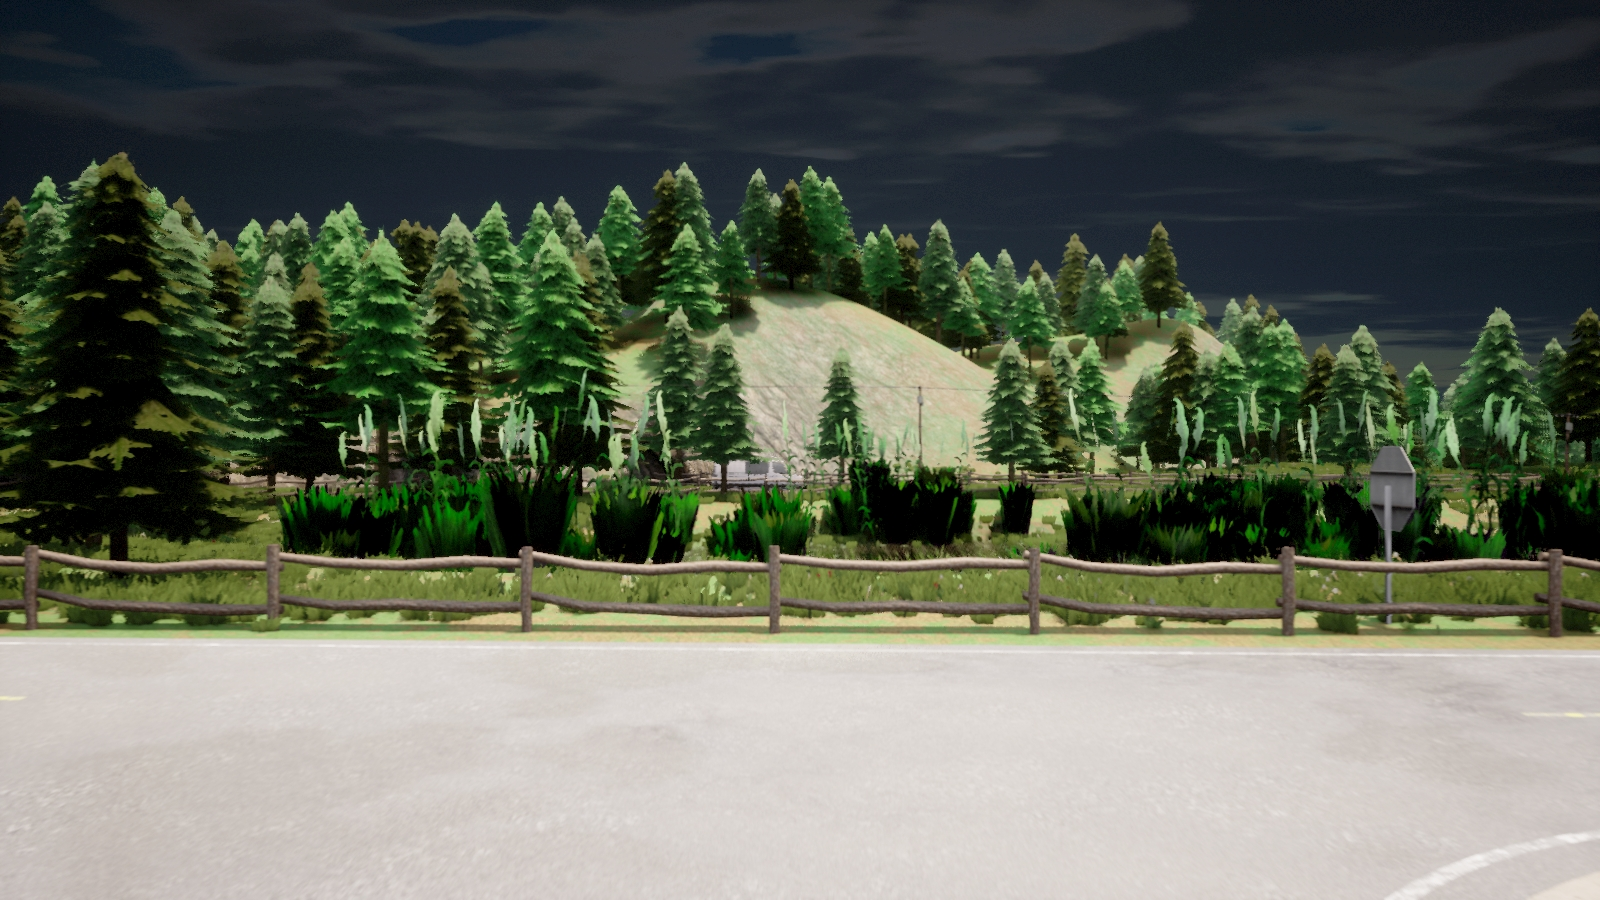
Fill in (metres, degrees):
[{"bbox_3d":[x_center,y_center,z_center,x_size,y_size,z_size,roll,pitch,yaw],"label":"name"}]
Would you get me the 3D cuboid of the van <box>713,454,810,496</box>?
[{"bbox_3d":[-2.418,1.524,70.807,5.915,2.561,1.988,0,0,-7],"label":"van"}]
